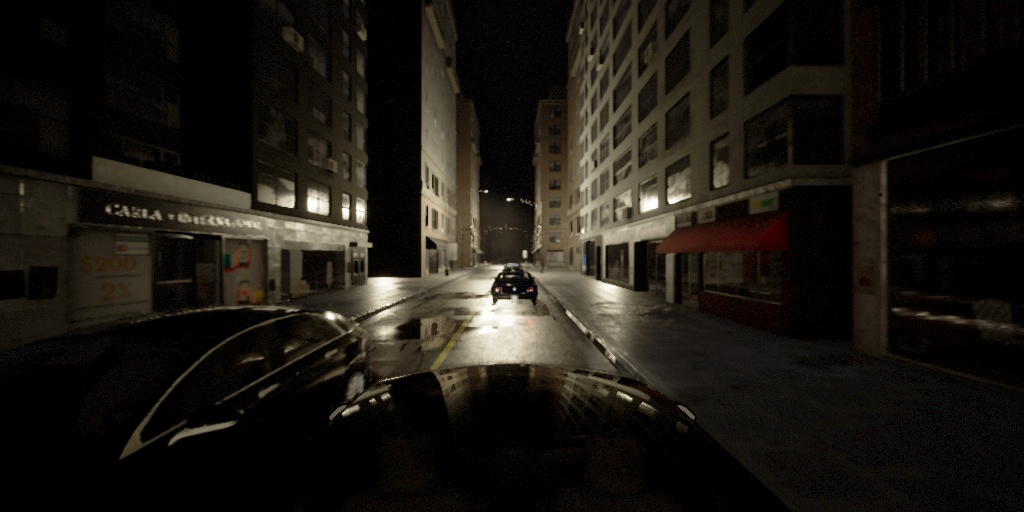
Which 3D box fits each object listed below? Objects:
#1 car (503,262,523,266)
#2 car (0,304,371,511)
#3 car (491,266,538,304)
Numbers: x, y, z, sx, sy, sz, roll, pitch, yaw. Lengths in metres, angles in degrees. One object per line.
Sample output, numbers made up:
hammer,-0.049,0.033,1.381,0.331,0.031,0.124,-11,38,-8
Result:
car,0.100,1.257,33.728,1.994,1.385,4.181,0,0,0
car,-2.749,1.252,2.839,1.837,1.490,4.892,0,0,0
car,0.099,1.321,16.099,1.895,1.301,4.718,0,0,0
